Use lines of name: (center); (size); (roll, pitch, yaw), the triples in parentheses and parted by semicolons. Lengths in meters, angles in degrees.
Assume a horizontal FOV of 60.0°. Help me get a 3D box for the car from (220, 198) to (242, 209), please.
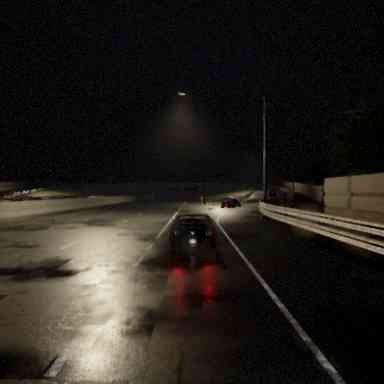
car: (5.327, 1.562, 44.928); (1.812, 1.442, 4.674); (0, -1, 24)

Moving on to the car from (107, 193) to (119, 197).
car: (-20.725, 1.350, 87.492); (2.150, 2.045, 5.566); (0, 0, 0)

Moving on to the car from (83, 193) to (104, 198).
car: (-20.778, 1.288, 70.836); (2.150, 2.045, 5.566); (0, 0, 0)

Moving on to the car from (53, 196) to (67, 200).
car: (-27.778, 1.601, 70.887); (2.033, 1.411, 5.357); (0, 0, 0)

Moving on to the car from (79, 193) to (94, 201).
car: (-27.725, 1.349, 87.514); (2.150, 2.045, 5.566); (0, 0, 0)

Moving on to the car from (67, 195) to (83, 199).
car: (-24.278, 1.540, 70.876); (1.882, 1.535, 5.008); (0, 0, 0)

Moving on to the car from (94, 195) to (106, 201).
car: (-24.225, 1.603, 87.532); (1.882, 1.535, 5.008); (0, 0, 0)

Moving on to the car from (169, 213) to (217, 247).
car: (0.037, 1.609, 15.017); (1.895, 1.301, 4.718); (0, 0, 0)

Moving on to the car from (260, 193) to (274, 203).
car: (15.147, 1.525, 68.355); (1.882, 1.535, 5.008); (0, 1, 20)
